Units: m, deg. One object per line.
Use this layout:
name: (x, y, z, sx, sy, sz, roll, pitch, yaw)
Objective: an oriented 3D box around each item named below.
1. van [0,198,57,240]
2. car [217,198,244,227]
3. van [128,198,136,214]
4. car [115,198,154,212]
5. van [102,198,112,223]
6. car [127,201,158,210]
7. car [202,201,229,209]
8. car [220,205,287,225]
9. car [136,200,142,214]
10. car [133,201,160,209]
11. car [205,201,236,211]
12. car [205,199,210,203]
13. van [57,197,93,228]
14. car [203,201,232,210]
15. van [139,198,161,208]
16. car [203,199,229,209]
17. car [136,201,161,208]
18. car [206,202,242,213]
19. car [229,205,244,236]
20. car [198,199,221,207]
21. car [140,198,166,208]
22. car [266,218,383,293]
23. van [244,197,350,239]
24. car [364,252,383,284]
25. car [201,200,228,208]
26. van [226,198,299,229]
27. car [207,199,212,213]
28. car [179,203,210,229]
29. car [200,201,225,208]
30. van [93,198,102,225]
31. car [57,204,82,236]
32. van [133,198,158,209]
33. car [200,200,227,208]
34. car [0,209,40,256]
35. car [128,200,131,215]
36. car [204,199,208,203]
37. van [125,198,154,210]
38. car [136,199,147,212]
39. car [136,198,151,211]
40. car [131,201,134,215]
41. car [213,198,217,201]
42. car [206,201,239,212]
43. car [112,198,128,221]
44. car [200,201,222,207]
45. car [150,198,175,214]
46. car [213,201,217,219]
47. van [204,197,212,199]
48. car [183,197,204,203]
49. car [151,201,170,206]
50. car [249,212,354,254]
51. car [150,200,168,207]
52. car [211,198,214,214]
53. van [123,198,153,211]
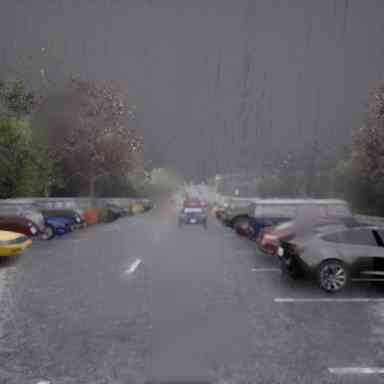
van: (-8.443, 1.301, 14.066, 4.442, 1.987, 1.878, 0, 0, 0)
car: (4.484, 1.308, 19.459, 5.566, 2.045, 2.435, 0, -1, 0)
van: (-8.708, 1.656, 36.083, 4.442, 1.987, 1.878, 0, -1, 0)
car: (-8.584, 1.901, 50.058, 5.566, 2.045, 2.435, 0, -1, 0)
van: (-8.693, 1.442, 25.004, 4.442, 1.987, 1.878, 0, -1, 0)
car: (-8.629, 2.313, 58.361, 5.008, 1.535, 2.097, 0, -1, 0)
car: (4.454, 2.428, 63.866, 4.892, 1.521, 2.231, 0, -1, 0)
car: (4.501, 1.706, 25.005, 4.674, 1.452, 2.002, 0, -1, 0)
car: (-8.598, 1.976, 38.848, 4.674, 1.452, 2.002, 0, -1, 0)
car: (-8.661, 2.459, 63.897, 4.792, 1.488, 2.163, 0, -1, 0)
car: (4.493, 2.233, 52.762, 4.792, 1.488, 2.163, 0, -1, 0)
car: (4.474, 1.990, 41.660, 4.892, 1.521, 2.231, 0, -1, 0)
van: (-8.451, 1.334, 19.458, 4.442, 1.987, 1.878, 0, -1, 0)
car: (4.427, 2.341, 58.314, 4.792, 1.488, 2.163, 0, -1, 0)
van: (-8.756, 2.338, 69.313, 4.442, 1.987, 1.878, 0, -2, 0)
car: (4.421, 2.242, 61.089, 4.553, 1.767, 2.185, 0, -1, 0)
car: (-8.664, 2.521, 66.536, 4.792, 1.488, 2.163, 0, -2, 0)
car: (4.501, 2.126, 47.210, 4.792, 1.488, 2.163, 0, -1, 0)
car: (4.487, 1.565, 16.704, 4.792, 1.488, 2.163, 0, -1, 0)
car: (4.392, 2.701, 83.288, 5.566, 2.045, 2.435, 0, -2, 0)
car: (-8.676, 2.469, 74.975, 5.566, 2.045, 2.435, 0, -2, 0)
car: (4.558, 1.537, 8.368, 4.792, 1.488, 2.163, 0, 0, 0)
van: (4.636, 1.300, 13.923, 4.442, 1.987, 1.878, 0, 0, 0)
car: (4.530, 1.489, 2.817, 5.008, 1.535, 2.097, 0, 0, 0)
car: (4.626, 2.559, 69.285, 5.366, 1.575, 1.946, 0, -2, 0)
van: (4.625, 1.387, 22.235, 4.442, 1.987, 1.878, 0, -1, 0)
car: (4.674, 1.878, 36.109, 5.366, 1.575, 1.946, 0, -1, 0)
car: (0.067, 1.671, 22.894, 1.812, 1.442, 4.674, 0, -1, 0)
car: (4.618, 2.715, 74.956, 5.366, 1.575, 1.946, 0, -2, 0)
van: (-8.689, 1.390, 22.360, 4.442, 1.987, 1.878, 0, -1, 0)
car: (-8.569, 1.536, 16.835, 5.008, 1.535, 2.097, 0, 0, 0)
van: (-8.519, 2.144, 61.151, 4.442, 1.987, 1.878, 0, -1, 0)
car: (4.259, 2.490, 66.632, 5.366, 1.575, 1.946, 0, -1, 0)
car: (-8.372, 1.515, 11.297, 5.366, 1.575, 1.946, 0, 0, 0)
car: (-8.578, 1.777, 30.664, 5.008, 1.535, 2.097, 0, -1, 0)
car: (4.662, 2.039, 44.436, 5.366, 1.575, 1.946, 0, -1, 0)
van: (-8.736, 2.034, 55.596, 4.442, 1.987, 1.878, 0, -1, 0)
car: (-8.594, 1.991, 41.743, 5.008, 1.535, 2.097, 0, -1, 0)
car: (-8.580, 1.847, 47.288, 5.566, 2.045, 2.435, 0, -1, 0)
car: (-8.586, 1.871, 33.434, 4.674, 1.452, 2.002, 0, -1, 0)
car: (4.527, 1.648, 30.560, 4.553, 1.767, 2.185, 0, -1, 0)
car: (4.497, 2.179, 49.986, 4.792, 1.488, 2.163, 0, -1, 0)
car: (-8.551, 1.470, 27.775, 5.566, 2.045, 2.435, 0, -1, 0)
car: (4.422, 2.797, 77.730, 4.892, 1.521, 2.231, 0, -2, 0)
car: (-3.646, 1.874, 42.307, 2.097, 1.767, 4.553, 0, -1, 0)
car: (4.506, 1.720, 27.781, 5.008, 1.535, 2.097, 0, -1, 0)
van: (4.344, 2.032, 55.542, 4.442, 1.987, 1.878, 0, -1, 0)
car: (0.033, 1.711, 40.954, 2.150, 2.045, 5.566, 0, -2, 0)
car: (-8.666, 3.182, 91.458, 5.008, 1.535, 2.097, 0, -2, 0)
car: (4.521, 1.557, 11.146, 4.674, 1.452, 2.002, 0, 0, 0)
car: (-8.698, 2.979, 88.691, 4.553, 1.767, 2.185, 0, -2, 0)
car: (4.523, 1.702, 33.335, 4.553, 1.767, 2.185, 0, -1, 0)
van: (-8.499, 1.980, 52.827, 4.442, 1.987, 1.878, 0, -1, 0)
